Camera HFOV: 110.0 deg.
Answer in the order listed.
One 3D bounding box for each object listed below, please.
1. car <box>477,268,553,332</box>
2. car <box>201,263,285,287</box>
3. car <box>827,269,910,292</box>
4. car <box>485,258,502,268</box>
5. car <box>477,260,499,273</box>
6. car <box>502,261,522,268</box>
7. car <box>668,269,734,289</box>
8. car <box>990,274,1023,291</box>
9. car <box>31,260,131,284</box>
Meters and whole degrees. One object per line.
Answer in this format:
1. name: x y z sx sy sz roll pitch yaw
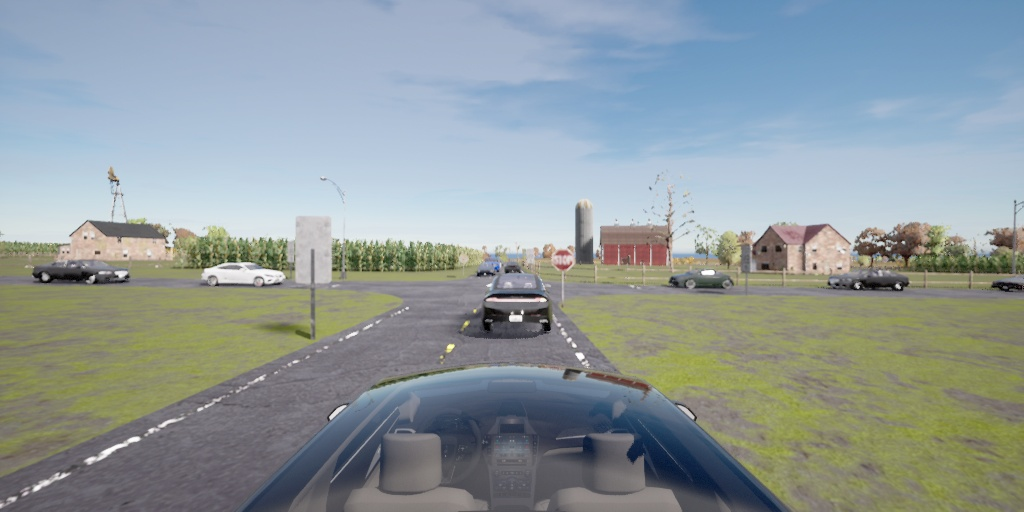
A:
1. car: 0.198 1.287 11.011 2.128 1.511 4.902 0 0 2
2. car: -17.124 1.170 22.929 4.674 1.442 1.812 1 0 0
3. car: 25.735 1.726 26.000 4.902 1.511 2.128 1 0 0
4. car: -2.812 1.236 49.707 2.150 2.045 5.566 0 -1 0
5. car: -2.800 1.499 39.423 2.033 1.411 5.357 0 0 -1
6. car: 0.089 1.476 42.858 1.837 1.490 4.892 0 0 0
7. car: 13.646 1.633 25.974 4.181 1.385 1.994 1 0 -1
8. car: 38.469 1.953 26.016 5.357 1.411 2.033 1 0 0
9. car: -27.368 0.983 22.903 4.902 1.511 2.128 1 0 0
